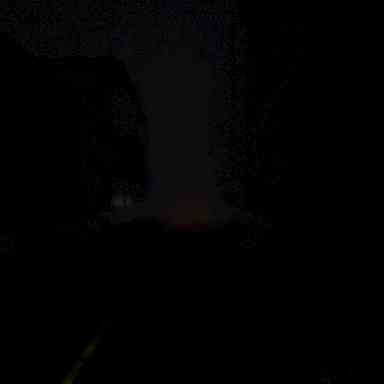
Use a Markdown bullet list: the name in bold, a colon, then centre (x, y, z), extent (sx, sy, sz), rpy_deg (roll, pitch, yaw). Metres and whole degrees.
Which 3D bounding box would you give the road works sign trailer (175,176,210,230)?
- **road works sign trailer**: centre (0.015, 0.687, 23.177), extent (2.380, 3.560, 2.880), rpy_deg (0, -1, 0)

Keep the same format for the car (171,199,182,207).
- **car**: centre (-2.976, 2.116, 64.980), extent (1.837, 1.490, 4.892), rpy_deg (0, 0, 0)
